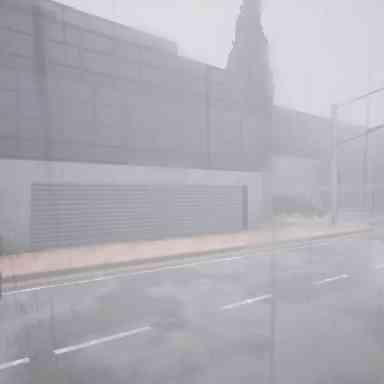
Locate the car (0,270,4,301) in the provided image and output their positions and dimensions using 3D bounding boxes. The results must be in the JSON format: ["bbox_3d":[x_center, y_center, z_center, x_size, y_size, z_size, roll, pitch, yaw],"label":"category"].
[{"bbox_3d":[-5.626,1.221,4.286,5.566,2.045,2.150,0,0,-35],"label":"car"}]

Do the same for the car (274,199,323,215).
[{"bbox_3d":[10.966,1.526,34.490,1.812,1.442,4.674,0,0,-37],"label":"car"}]

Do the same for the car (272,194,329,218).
[{"bbox_3d":[9.622,1.222,30.432,2.150,2.045,5.566,0,0,-37],"label":"car"}]
